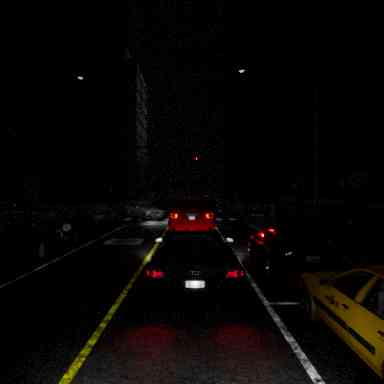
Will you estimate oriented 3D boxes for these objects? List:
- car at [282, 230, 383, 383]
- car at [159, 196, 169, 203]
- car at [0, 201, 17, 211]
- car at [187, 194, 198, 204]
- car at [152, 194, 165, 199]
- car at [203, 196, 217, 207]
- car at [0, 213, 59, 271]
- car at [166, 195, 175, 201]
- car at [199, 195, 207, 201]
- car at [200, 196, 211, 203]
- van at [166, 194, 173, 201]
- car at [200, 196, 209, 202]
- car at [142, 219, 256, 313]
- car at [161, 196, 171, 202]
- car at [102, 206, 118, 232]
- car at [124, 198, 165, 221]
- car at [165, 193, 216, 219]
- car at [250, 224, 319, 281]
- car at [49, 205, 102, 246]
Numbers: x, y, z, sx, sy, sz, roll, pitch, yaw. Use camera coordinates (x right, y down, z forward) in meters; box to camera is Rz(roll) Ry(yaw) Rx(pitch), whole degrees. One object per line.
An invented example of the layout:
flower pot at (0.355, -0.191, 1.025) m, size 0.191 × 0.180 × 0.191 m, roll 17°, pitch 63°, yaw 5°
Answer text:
car at (2.761, 1.525, 4.335) m, size 1.752 × 1.417 × 4.829 m, roll 0°, pitch 0°, yaw 0°
car at (-5.775, 1.598, 68.815) m, size 1.802 × 1.307 × 4.206 m, roll 0°, pitch 0°, yaw 0°
car at (-19.906, 1.186, 31.986) m, size 5.357 × 1.411 × 2.033 m, roll 1°, pitch 0°, yaw 0°
car at (0.088, 1.365, 64.783) m, size 2.097 × 1.767 × 4.553 m, roll 0°, pitch 0°, yaw 0°
car at (-5.773, 1.325, 57.940) m, size 2.192 × 1.841 × 5.009 m, roll 0°, pitch 0°, yaw 0°
car at (2.753, 1.448, 52.504) m, size 1.967 × 1.590 × 4.097 m, roll 0°, pitch 0°, yaw 0°
car at (-5.765, 1.544, 9.618) m, size 1.887 × 1.381 × 4.507 m, roll 0°, pitch 0°, yaw 0°
car at (-5.778, 1.580, 90.566) m, size 2.008 × 1.369 × 4.403 m, roll 0°, pitch 0°, yaw 0°
car at (2.748, 1.551, 85.299) m, size 1.752 × 1.417 × 4.829 m, roll 0°, pitch 0°, yaw 0°
car at (2.751, 1.566, 68.816) m, size 2.008 × 1.369 × 4.403 m, roll 0°, pitch 0°, yaw 0°
van at (-5.778, 1.366, 85.128) m, size 1.690 × 1.788 × 3.998 m, roll 0°, pitch 0°, yaw 0°
car at (2.750, 1.563, 74.254) m, size 1.887 × 1.381 × 4.507 m, roll 0°, pitch 0°, yaw 0°
car at (0.058, 1.564, 7.749) m, size 1.994 × 1.385 × 4.181 m, roll 0°, pitch 0°, yaw 0°
car at (-5.776, 1.544, 74.083) m, size 1.752 × 1.417 × 4.829 m, roll 0°, pitch 0°, yaw 0°
car at (-5.767, 1.525, 20.362) m, size 1.752 × 1.417 × 4.829 m, roll 0°, pitch 0°, yaw 0°
car at (-3.984, 1.500, 27.443) m, size 1.812 × 1.442 × 4.674 m, roll 1°, pitch 0°, yaw -37°
car at (0.000, 1.221, 17.169) m, size 2.150 × 2.045 × 5.566 m, roll 0°, pitch 0°, yaw 0°
car at (2.760, 1.565, 9.621) m, size 1.947 × 1.339 × 4.313 m, roll 0°, pitch 0°, yaw 0°
car at (-5.766, 1.440, 15.075) m, size 1.967 × 1.590 × 4.097 m, roll 0°, pitch 0°, yaw 0°
